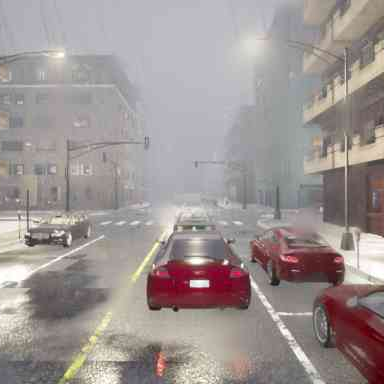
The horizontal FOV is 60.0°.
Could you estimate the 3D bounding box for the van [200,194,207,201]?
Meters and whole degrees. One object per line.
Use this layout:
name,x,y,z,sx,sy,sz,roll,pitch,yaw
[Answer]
van,3.065,1.349,86.800,1.690,1.788,3.998,1,0,0

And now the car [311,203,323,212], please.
car,15.538,1.518,36.978,4.507,1.381,1.887,0,-1,1

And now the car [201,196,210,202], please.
car,2.992,1.590,75.460,1.802,1.307,4.206,1,0,0

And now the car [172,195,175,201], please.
car,-5.388,1.575,75.536,1.947,1.339,4.313,1,0,0

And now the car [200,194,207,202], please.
car,2.958,1.558,69.789,2.008,1.369,4.403,1,0,0

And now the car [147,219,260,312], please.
car,0.104,1.566,7.800,1.994,1.385,4.181,0,0,-1

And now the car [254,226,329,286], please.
car,2.665,1.584,9.079,1.802,1.307,4.206,1,0,0

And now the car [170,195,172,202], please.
car,-5.455,1.448,64.194,1.967,1.590,4.097,1,0,0

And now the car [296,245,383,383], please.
car,2.667,1.583,3.408,1.802,1.307,4.206,1,0,0

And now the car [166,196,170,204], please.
car,-5.492,1.574,58.524,1.947,1.339,4.313,1,0,0

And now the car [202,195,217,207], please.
car,2.951,1.558,51.202,2.008,1.369,4.403,1,0,0

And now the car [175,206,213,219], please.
car,0.098,1.604,16.618,1.895,1.301,4.718,0,0,0

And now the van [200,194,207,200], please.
van,3.100,1.349,92.470,1.690,1.788,3.998,1,0,0

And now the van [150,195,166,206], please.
van,-5.598,1.349,52.861,1.690,1.788,3.998,1,0,0

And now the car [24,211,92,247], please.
car,-5.774,1.554,14.816,2.008,1.369,4.403,1,0,0

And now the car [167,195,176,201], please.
car,-5.318,1.554,86.877,1.887,1.381,4.507,1,0,0
